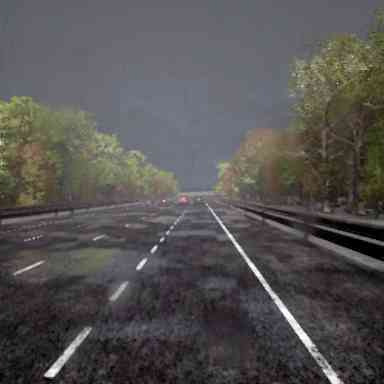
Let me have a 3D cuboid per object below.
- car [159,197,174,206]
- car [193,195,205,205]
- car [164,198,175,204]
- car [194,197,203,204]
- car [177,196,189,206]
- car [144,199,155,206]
[{"bbox_3d":[-5.575,1.919,68.962,2.097,1.767,4.553,-1,0,1],"label":"car"},{"bbox_3d":[1.413,1.688,68.448,2.150,2.045,5.566,-1,0,1],"label":"car"},{"bbox_3d":[-5.346,2.072,78.993,2.033,1.411,5.357,-1,0,1],"label":"car"},{"bbox_3d":[1.652,1.975,78.834,2.033,1.411,5.357,-1,0,1],"label":"car"},{"bbox_3d":[-2.072,2.110,68.941,1.895,1.301,4.718,-1,0,1],"label":"car"},{"bbox_3d":[-9.028,2.156,70.929,2.128,1.511,4.902,-1,0,1],"label":"car"}]
